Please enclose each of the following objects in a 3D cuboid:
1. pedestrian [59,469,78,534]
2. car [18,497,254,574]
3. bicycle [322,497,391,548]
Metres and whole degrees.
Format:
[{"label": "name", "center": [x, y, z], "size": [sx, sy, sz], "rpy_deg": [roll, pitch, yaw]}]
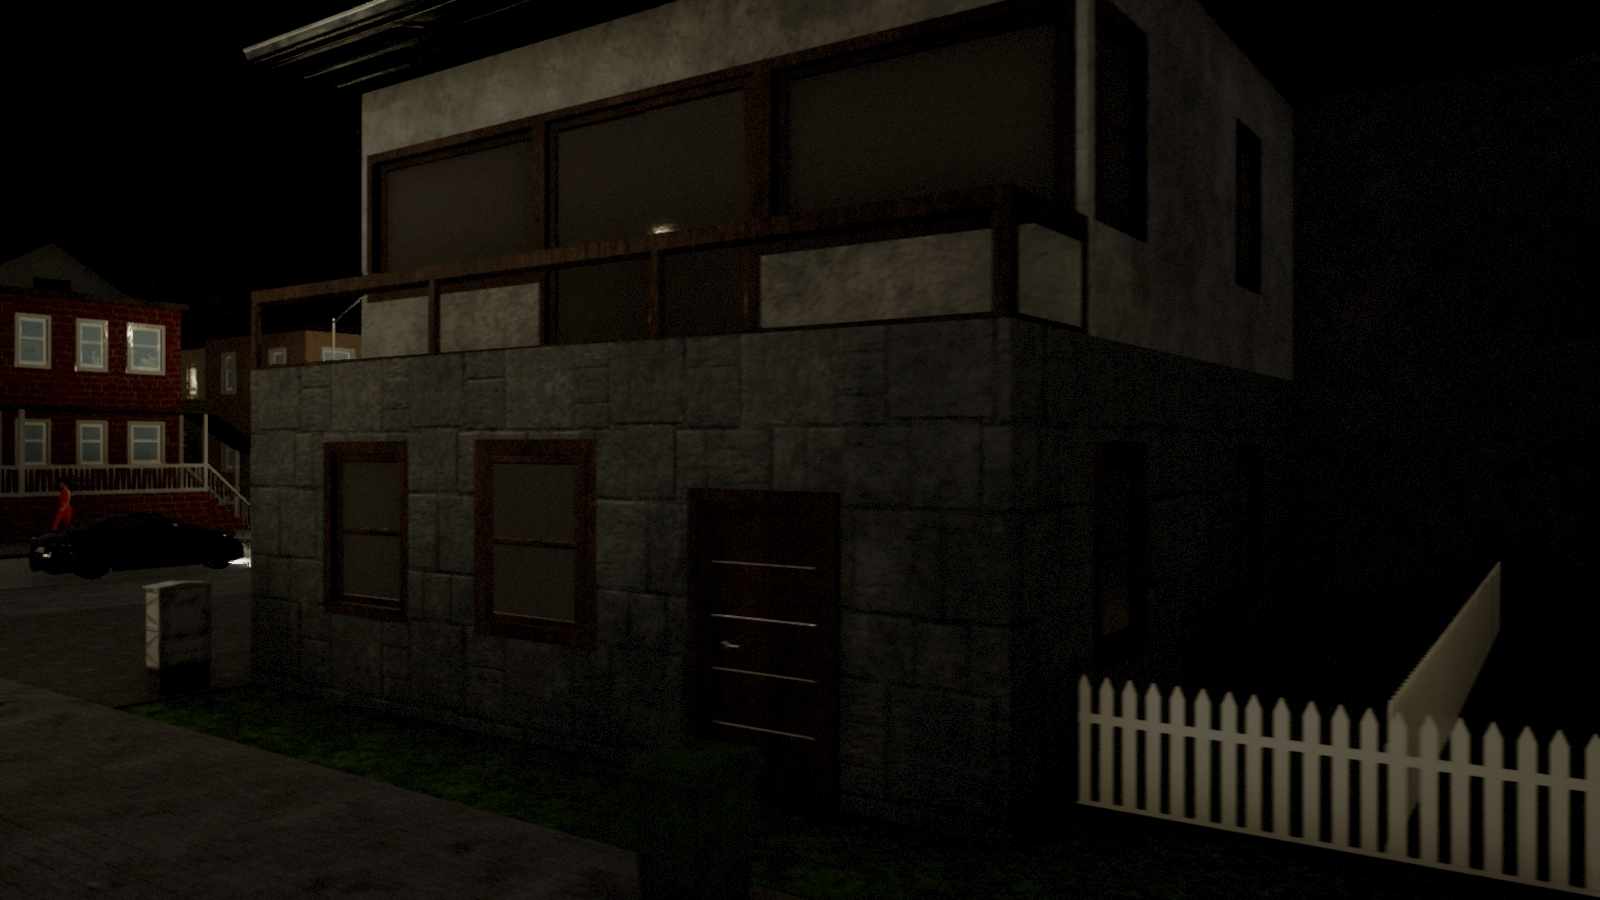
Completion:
[{"label": "pedestrian", "center": [-21.211, 1.473, 33.128], "size": [0.375, 1.860, 0.375], "rpy_deg": [0, 0, 36]}, {"label": "car", "center": [-14.965, 1.866, 25.941], "size": [1.994, 1.385, 4.181], "rpy_deg": [0, 0, 36]}, {"label": "bicycle", "center": [-11.758, 1.908, 30.333], "size": [0.329, 1.271, 1.835], "rpy_deg": [0, 0, 35]}]
